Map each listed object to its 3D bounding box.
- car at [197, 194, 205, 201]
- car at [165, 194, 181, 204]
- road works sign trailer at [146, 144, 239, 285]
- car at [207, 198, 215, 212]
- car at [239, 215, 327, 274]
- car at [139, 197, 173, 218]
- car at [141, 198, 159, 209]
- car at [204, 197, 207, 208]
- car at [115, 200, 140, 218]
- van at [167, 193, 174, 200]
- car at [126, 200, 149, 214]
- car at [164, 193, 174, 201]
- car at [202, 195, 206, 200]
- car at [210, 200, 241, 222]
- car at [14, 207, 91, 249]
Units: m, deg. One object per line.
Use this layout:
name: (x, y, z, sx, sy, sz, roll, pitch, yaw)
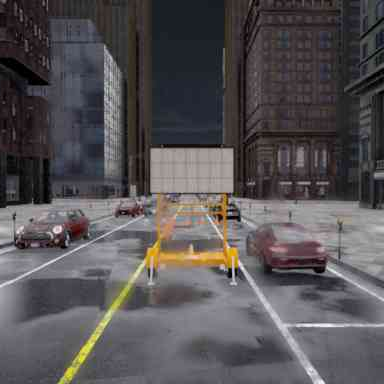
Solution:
car: (2.660, 1.396, 79.037, 1.752, 1.417, 4.829, -1, 0, 0)
car: (-3.068, 1.512, 56.374, 1.994, 1.385, 4.181, 0, 0, 0)
road works sign trailer: (-0.001, 0.461, 9.446, 2.380, 3.560, 2.880, 0, 0, -1)
car: (2.716, 1.547, 31.076, 1.947, 1.339, 4.313, -1, 0, 0)
car: (2.740, 1.578, 10.264, 1.802, 1.307, 4.206, -1, 0, 0)
car: (-3.135, 1.474, 30.145, 2.128, 1.511, 4.902, 0, 0, 0)
car: (-5.828, 1.509, 46.499, 2.008, 1.369, 4.403, -1, 0, 0)
car: (2.709, 1.526, 36.278, 2.008, 1.369, 4.403, -1, 0, 0)
car: (-5.809, 1.527, 30.366, 1.887, 1.381, 4.507, -1, 0, 0)
van: (-5.880, 1.170, 90.208, 1.690, 1.788, 3.998, -1, 0, 0)
car: (-5.815, 1.558, 35.743, 1.802, 1.307, 4.206, -1, 0, 0)
car: (-5.874, 1.166, 84.528, 2.192, 1.841, 5.009, -1, 0, 0)
car: (2.697, 1.482, 46.853, 1.752, 1.417, 4.829, -1, 0, 0)
car: (2.722, 1.553, 25.872, 1.947, 1.339, 4.313, -1, 0, 0)
car: (-5.792, 1.434, 14.231, 1.967, 1.590, 4.097, -1, 0, 0)
